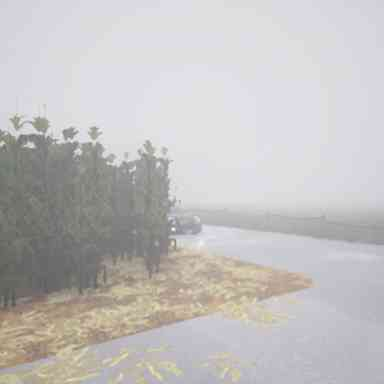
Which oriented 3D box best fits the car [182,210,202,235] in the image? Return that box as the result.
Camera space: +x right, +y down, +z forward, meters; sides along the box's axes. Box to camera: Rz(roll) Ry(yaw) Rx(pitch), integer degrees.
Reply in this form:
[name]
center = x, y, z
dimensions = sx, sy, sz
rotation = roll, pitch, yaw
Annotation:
[car]
center = -1.418, 1.454, 18.725
dimensions = 2.097, 1.767, 4.553
rotation = 0, -1, -35
